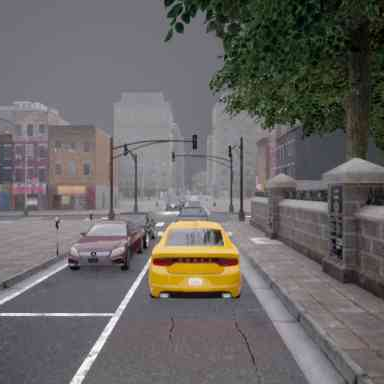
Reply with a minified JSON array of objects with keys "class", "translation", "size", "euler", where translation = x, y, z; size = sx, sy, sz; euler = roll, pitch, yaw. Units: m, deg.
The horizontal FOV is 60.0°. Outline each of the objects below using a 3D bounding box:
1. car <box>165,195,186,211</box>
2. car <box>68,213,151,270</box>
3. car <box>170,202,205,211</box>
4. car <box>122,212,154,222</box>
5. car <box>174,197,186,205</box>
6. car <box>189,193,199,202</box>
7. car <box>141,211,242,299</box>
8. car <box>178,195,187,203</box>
[{"class":"car","translation":[-2.221,1.482,41.591],"size":[2.128,1.511,4.902],"euler":[0,0,0]},{"class":"car","translation":[-2.620,1.581,10.930],"size":[1.802,1.307,4.206],"euler":[0,0,0]},{"class":"car","translation":[0.035,1.546,19.014],"size":[2.033,1.411,5.357],"euler":[0,0,0]},{"class":"car","translation":[-2.614,1.565,14.593],"size":[1.947,1.339,4.313],"euler":[0,0,0]},{"class":"car","translation":[-2.173,1.586,61.588],"size":[1.895,1.301,4.718],"euler":[0,0,0]},{"class":"car","translation":[0.397,1.509,66.801],"size":[1.812,1.442,4.674],"euler":[0,0,0]},{"class":"car","translation":[0.080,1.477,8.524],"size":[1.882,1.535,5.008],"euler":[0,0,0]},{"class":"car","translation":[-2.100,1.481,71.788],"size":[1.837,1.490,4.892],"euler":[0,0,0]}]
